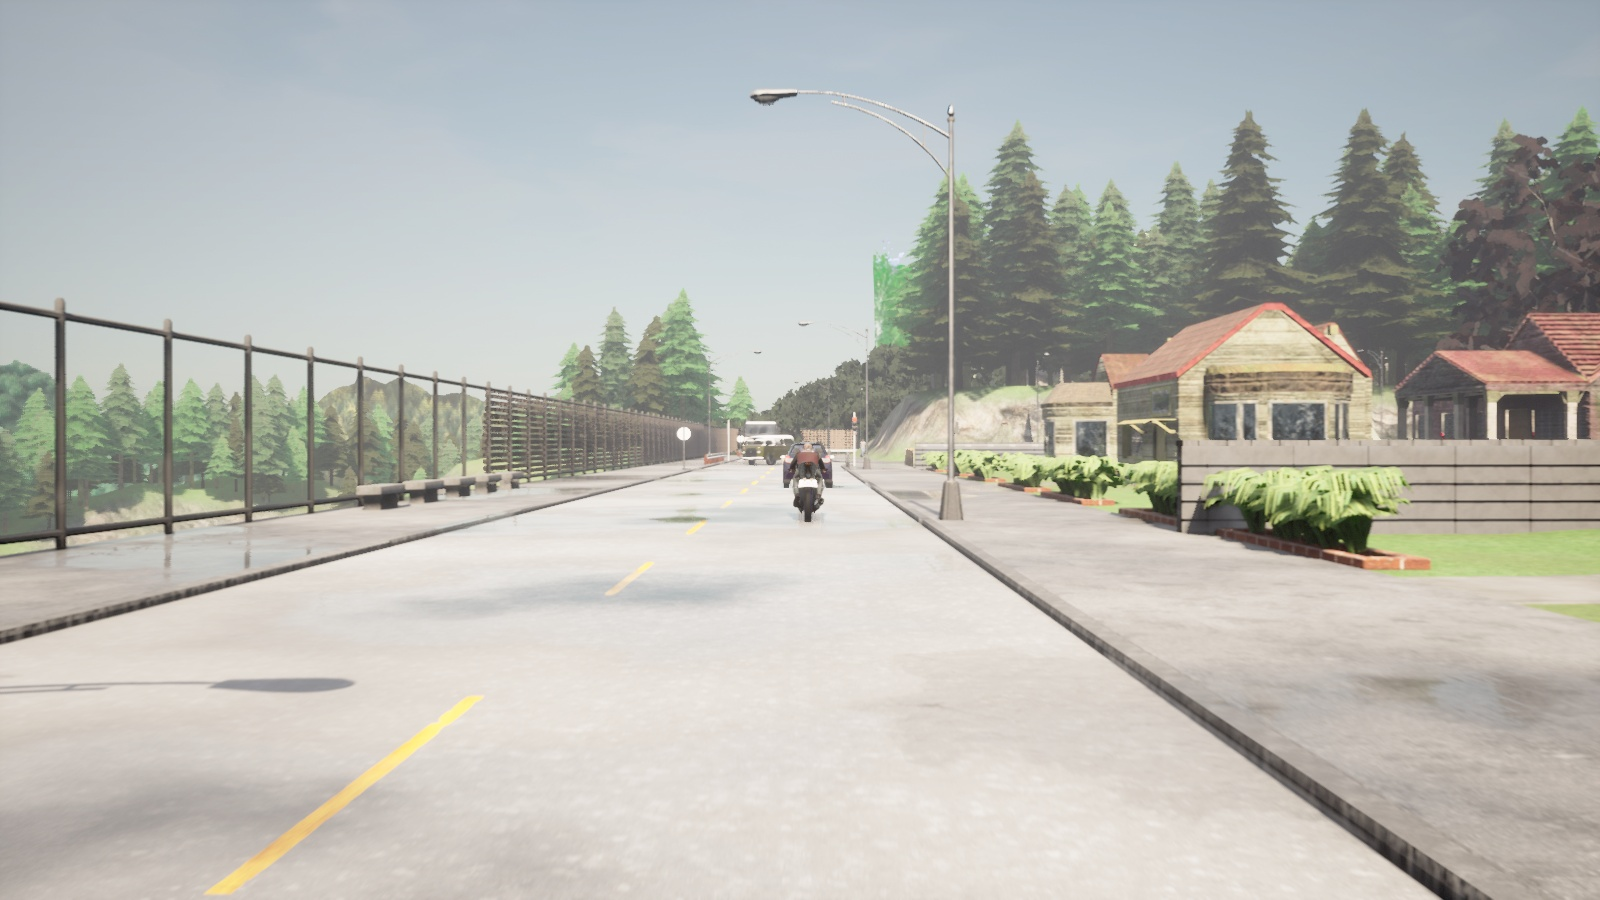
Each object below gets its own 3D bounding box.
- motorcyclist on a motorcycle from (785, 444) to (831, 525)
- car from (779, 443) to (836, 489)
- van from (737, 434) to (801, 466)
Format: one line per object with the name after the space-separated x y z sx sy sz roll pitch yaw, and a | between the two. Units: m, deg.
0.156 0.642 24.692 0.866 1.530 2.191 0 0 0 | motorcyclist on a motorcycle
0.260 0.519 42.846 1.845 1.501 3.633 0 0 0 | car
-2.050 -0.006 84.120 2.069 2.038 4.480 -1 0 33 | van
